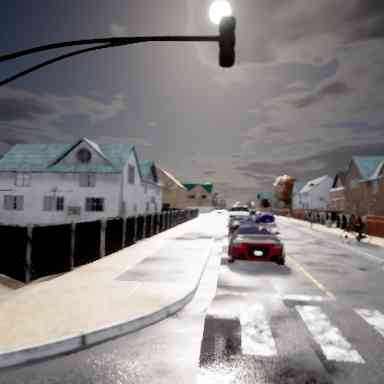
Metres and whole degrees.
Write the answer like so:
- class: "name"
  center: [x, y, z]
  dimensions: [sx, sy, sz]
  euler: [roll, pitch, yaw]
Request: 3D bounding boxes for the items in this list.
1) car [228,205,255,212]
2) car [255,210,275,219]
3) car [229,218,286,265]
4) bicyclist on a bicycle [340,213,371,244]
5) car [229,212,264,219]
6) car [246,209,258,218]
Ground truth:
- class: "car"
  center: [4.816, 2.370, 33.644]
  dimensions: [2.150, 2.045, 5.566]
  euler: [1, -2, 7]
- class: "car"
  center: [8.136, 2.863, 36.863]
  dimensions: [1.812, 1.442, 4.674]
  euler: [1, -2, 7]
- class: "car"
  center: [2.478, 1.963, 13.297]
  dimensions: [1.994, 1.385, 4.181]
  euler: [1, -2, 6]
- class: "bicyclist on a bicycle"
  center: [8.942, 2.005, 18.184]
  dimensions: [1.656, 1.620, 0.582]
  euler: [1, -2, 7]
- class: "car"
  center: [3.596, 2.321, 23.170]
  dimensions: [1.994, 1.385, 4.181]
  euler: [1, -2, 6]
- class: "car"
  center: [10.721, 3.753, 59.568]
  dimensions: [1.812, 1.442, 4.674]
  euler: [1, -2, 7]
